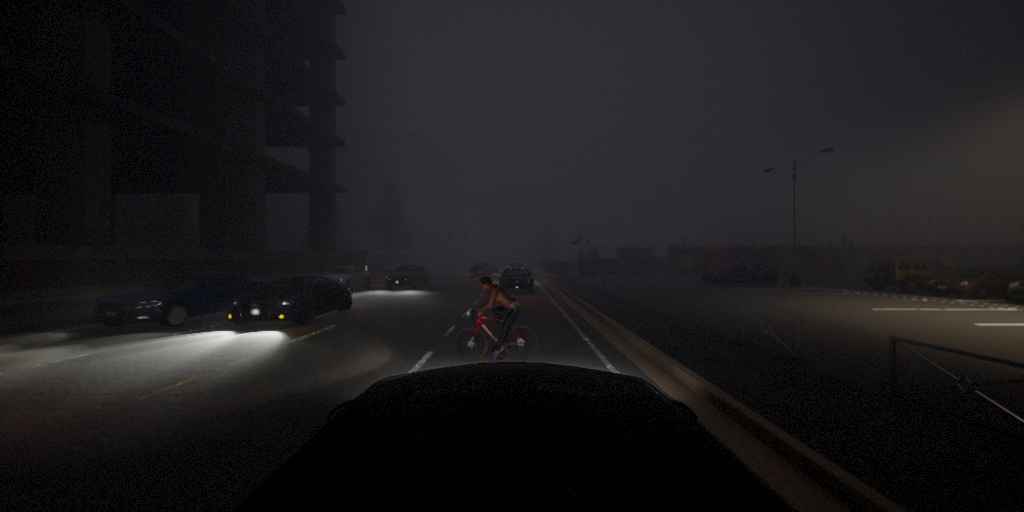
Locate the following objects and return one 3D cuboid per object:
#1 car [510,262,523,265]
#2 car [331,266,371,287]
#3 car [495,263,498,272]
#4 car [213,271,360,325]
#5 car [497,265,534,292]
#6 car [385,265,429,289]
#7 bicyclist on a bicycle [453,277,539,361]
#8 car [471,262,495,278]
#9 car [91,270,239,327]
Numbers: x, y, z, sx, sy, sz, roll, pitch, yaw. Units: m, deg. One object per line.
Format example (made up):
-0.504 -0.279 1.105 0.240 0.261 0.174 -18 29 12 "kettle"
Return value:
0.519 1.442 41.204 2.033 1.411 5.357 0 0 1 "car"
-10.380 1.351 22.383 1.812 1.442 4.674 0 0 1 "car"
-2.900 1.485 48.497 1.994 1.385 4.181 0 0 1 "car"
-7.007 1.351 11.796 1.994 1.385 4.181 0 0 0 "car"
0.303 1.424 21.821 1.895 1.301 4.718 0 0 1 "car"
-6.860 1.337 23.938 1.837 1.490 4.892 0 -1 1 "car"
-0.325 1.218 6.893 1.656 1.620 0.582 -2 0 1 "bicyclist on a bicycle"
-3.037 1.354 36.364 1.882 1.535 5.008 0 0 0 "car"
-10.506 1.264 11.895 1.882 1.535 5.008 0 0 0 "car"
